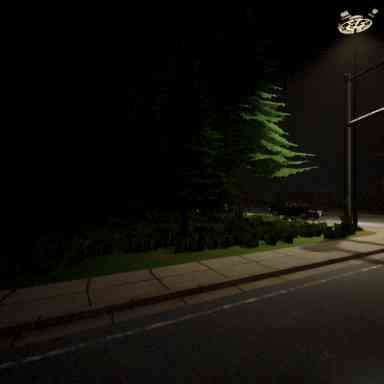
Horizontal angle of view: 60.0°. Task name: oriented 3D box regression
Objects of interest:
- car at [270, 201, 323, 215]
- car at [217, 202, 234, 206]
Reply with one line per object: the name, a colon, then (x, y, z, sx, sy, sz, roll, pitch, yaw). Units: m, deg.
car: (8.841, 1.517, 28.559, 2.128, 1.511, 4.902, 0, 0, -35)
car: (3.137, 1.378, 36.820, 2.097, 1.767, 4.553, 0, 0, -35)
